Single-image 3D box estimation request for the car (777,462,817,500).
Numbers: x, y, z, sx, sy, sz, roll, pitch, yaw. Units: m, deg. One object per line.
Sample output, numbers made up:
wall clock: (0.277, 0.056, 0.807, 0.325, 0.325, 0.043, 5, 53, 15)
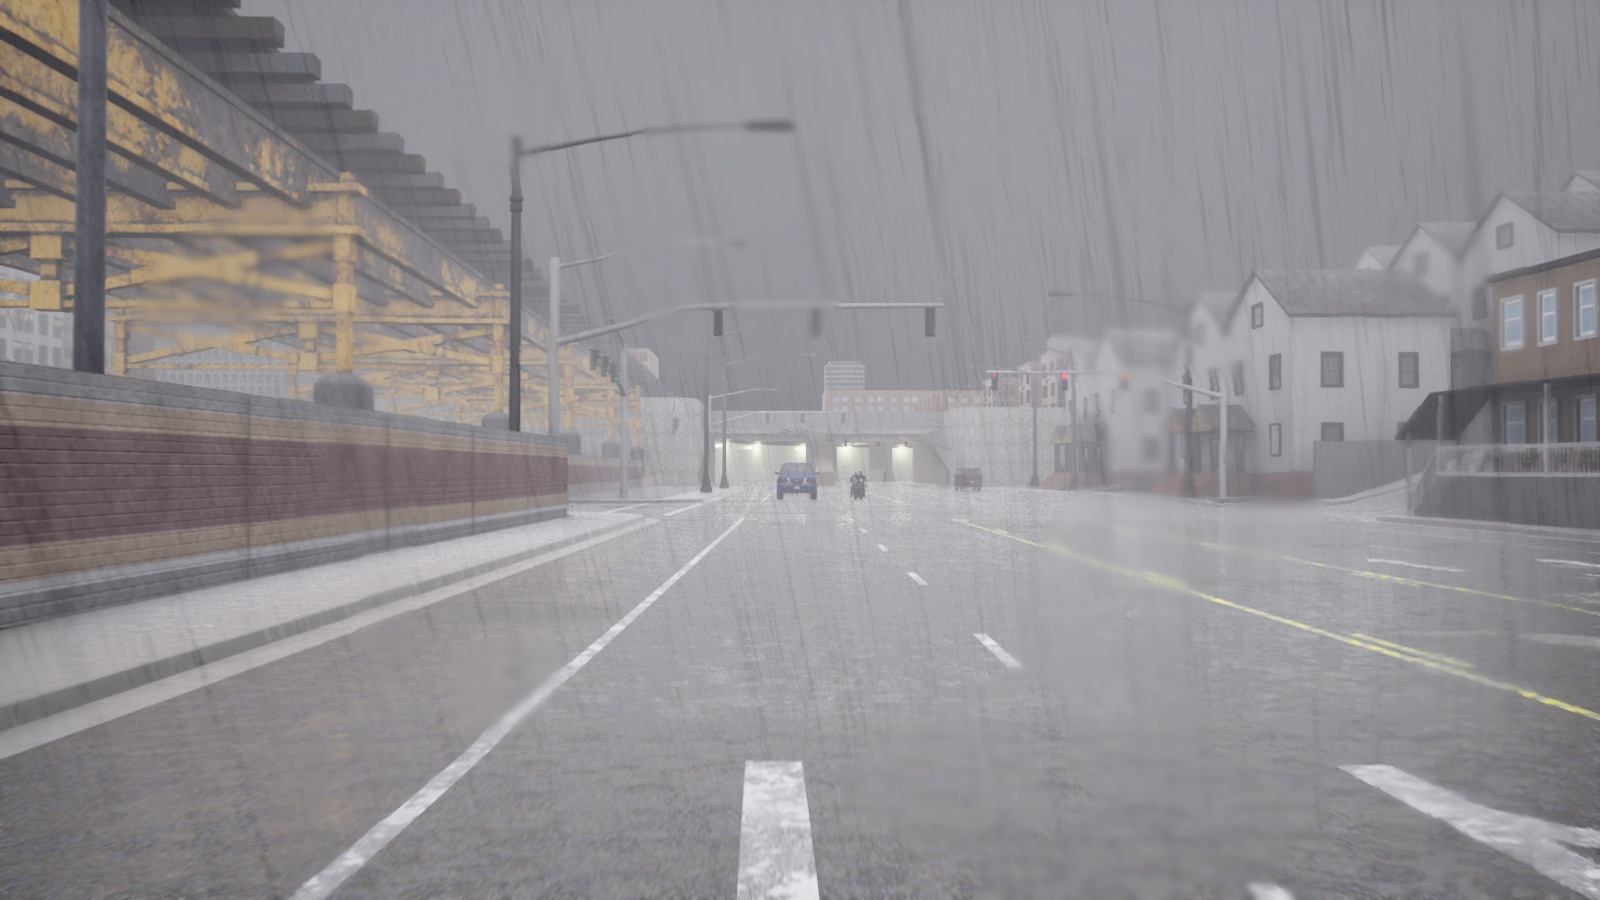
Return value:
car: (-0.157, 1.709, 70.148, 2.150, 2.045, 5.566, 0, -1, 0)
